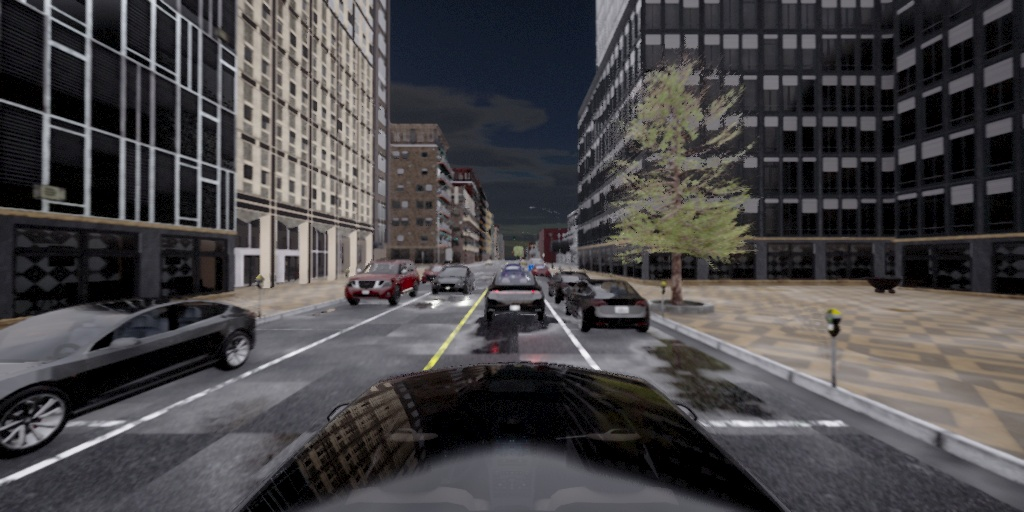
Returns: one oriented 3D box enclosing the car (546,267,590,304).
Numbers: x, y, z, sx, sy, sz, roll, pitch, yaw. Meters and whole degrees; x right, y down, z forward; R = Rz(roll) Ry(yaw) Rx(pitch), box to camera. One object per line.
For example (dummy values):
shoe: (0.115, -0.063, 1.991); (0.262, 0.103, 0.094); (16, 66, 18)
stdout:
car: (2.650, 1.355, 16.434); (1.948, 1.339, 4.313); (0, 0, 0)

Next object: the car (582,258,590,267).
car: (14.891, 1.280, 60.080); (5.009, 1.841, 2.192); (0, 0, 0)

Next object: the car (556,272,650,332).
car: (2.653, 1.339, 10.745); (1.948, 1.339, 4.313); (0, 0, 0)

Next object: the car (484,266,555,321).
car: (0.088, 1.269, 12.613); (2.128, 1.511, 4.902); (0, 0, 0)

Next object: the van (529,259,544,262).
van: (2.638, 1.200, 39.190); (1.690, 1.789, 3.998); (0, 0, 0)

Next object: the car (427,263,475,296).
car: (-3.110, 1.303, 19.748); (1.837, 1.490, 4.892); (0, 0, 0)

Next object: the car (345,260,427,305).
car: (-5.697, 1.103, 16.456); (2.192, 1.841, 5.009); (0, 0, 0)

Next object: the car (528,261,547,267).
car: (2.642, 1.423, 33.501); (1.802, 1.307, 4.207); (0, 0, 0)

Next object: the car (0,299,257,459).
car: (-5.692, 1.324, 5.078); (1.948, 1.339, 4.313); (0, 0, 0)

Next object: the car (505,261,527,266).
car: (0.082, 1.351, 28.796); (1.812, 1.442, 4.674); (0, 0, 0)
